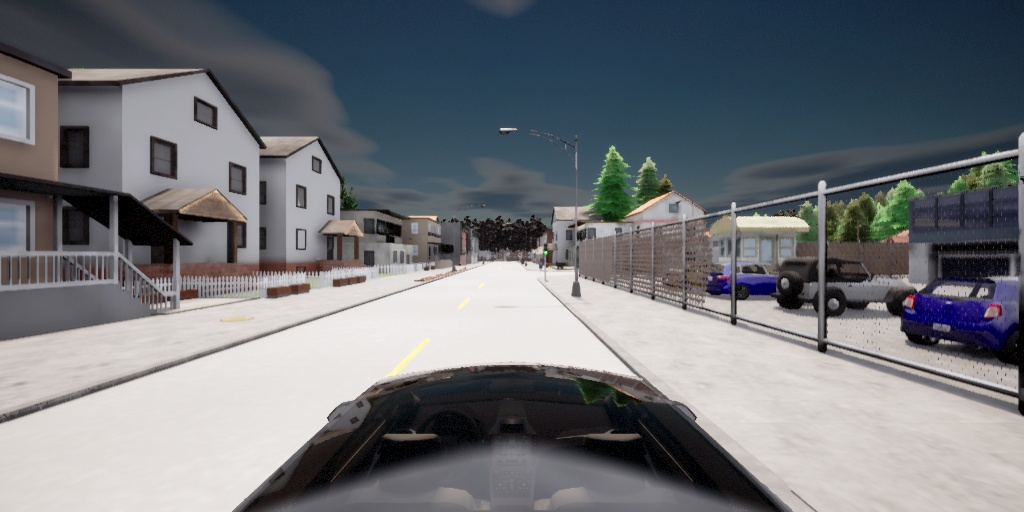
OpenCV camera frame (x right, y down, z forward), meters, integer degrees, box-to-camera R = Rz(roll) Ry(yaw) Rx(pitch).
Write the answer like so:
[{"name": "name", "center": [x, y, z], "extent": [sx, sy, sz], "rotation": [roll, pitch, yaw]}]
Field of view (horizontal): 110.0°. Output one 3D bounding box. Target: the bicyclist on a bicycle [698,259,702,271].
[{"name": "bicyclist on a bicycle", "center": [17.742, 1.074, 33.604], "extent": [0.582, 1.620, 1.656], "rotation": [0, 0, 0]}]
